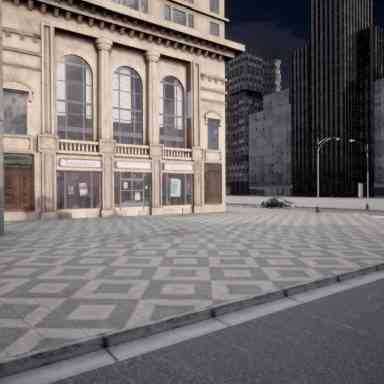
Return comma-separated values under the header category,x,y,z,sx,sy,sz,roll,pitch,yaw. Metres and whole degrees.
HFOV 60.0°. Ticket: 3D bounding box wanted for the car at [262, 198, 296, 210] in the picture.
category,x,y,z,sx,sy,sz,roll,pitch,yaw
car,10.682,1.439,41.207,1.812,1.442,4.674,-1,1,-34
